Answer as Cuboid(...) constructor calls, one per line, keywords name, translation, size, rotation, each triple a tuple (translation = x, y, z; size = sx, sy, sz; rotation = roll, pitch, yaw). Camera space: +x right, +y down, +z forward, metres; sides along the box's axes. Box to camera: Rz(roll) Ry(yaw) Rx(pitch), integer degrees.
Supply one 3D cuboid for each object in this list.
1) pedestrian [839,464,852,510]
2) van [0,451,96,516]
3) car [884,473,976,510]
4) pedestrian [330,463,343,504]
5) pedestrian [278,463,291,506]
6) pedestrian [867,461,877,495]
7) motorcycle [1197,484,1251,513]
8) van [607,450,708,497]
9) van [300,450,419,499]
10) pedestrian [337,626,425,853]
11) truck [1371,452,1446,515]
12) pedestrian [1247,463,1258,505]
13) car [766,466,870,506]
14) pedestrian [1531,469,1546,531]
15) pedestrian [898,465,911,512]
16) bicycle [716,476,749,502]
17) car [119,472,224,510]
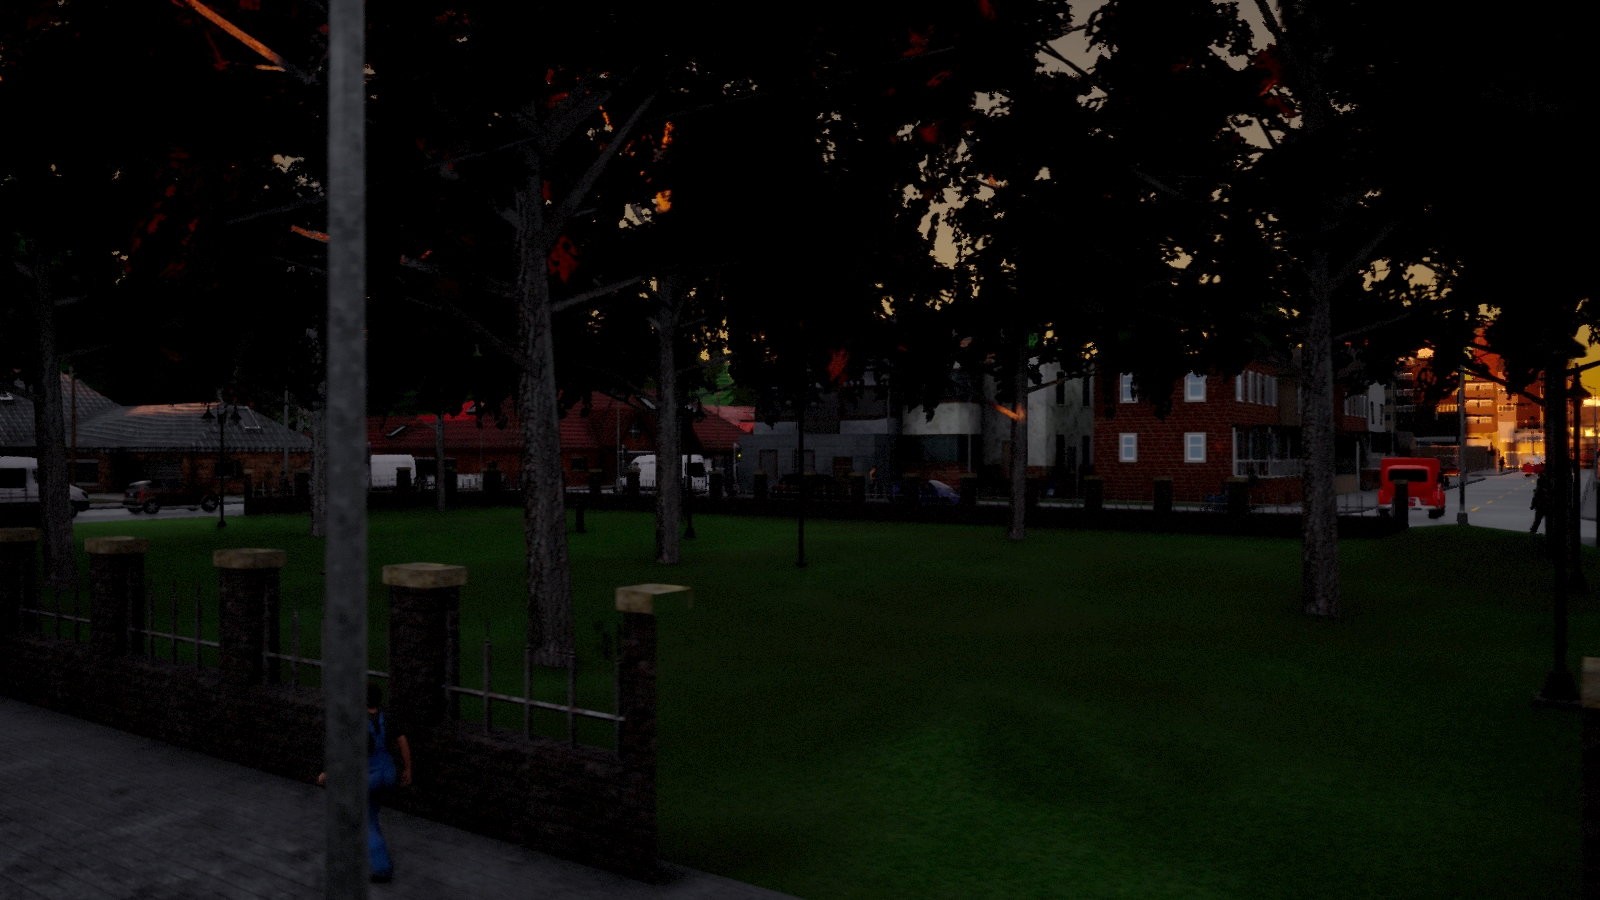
Cuboid(name="pedestrian", translation=(1.873, 1.525, 47.036), size=(0.375, 1.860, 0.375), rotation=(0, 0, 31))
Cuboid(name="van", translation=(-31.796, 1.313, 45.676), size=(1.988, 2.561, 5.915), rotation=(0, 0, 36))
Cuboid(name="car", translation=(5.774, 1.817, 50.881), size=(3.633, 1.501, 1.845), rotation=(0, 0, 36))
Cuboid(name="pedestrian", translation=(-21.091, 1.523, 51.999), size=(0.375, 1.860, 0.375), rotation=(0, 0, 35))
Cuboid(name="pedestrian", translation=(-22.757, 1.523, 50.460), size=(0.375, 1.860, 0.375), rotation=(0, 0, 25))
Cuboid(name="pedestrian", translation=(3.924, 1.523, 62.284), size=(0.375, 1.860, 0.375), rotation=(0, 0, 33))
Cuboid(name="motorcycle", translation=(17.464, 1.992, 47.069), size=(2.033, 1.145, 0.803), rotation=(0, -2, 27))
Cuboid(name="van", translation=(-8.186, 1.313, 65.337), size=(5.915, 2.561, 1.988), rotation=(0, 0, 35))
Cuboid(name="van", translation=(-24.331, 1.312, 63.314), size=(1.988, 2.561, 5.915), rotation=(0, 0, 41))
Cuboid(name="pedestrian", translation=(-2.646, 1.805, 7.221), size=(0.375, 1.300, 0.375), rotation=(0, 0, 35))
Cuboid(name="truck", translation=(25.623, 1.359, 48.014), size=(2.627, 2.467, 5.204), rotation=(0, -1, 30))
Cuboid(name="pedestrian", translation=(20.218, 1.516, 51.076), size=(0.375, 1.860, 0.375), rotation=(0, 0, 34))
Cuboid(name="car", translation=(0.829, 1.685, 54.132), size=(4.553, 1.767, 2.097), rotation=(0, 0, 35))
Cuboid(name="pedestrian", translation=(22.429, 1.525, 34.701), size=(0.375, 1.860, 0.375), rotation=(0, 0, 35))
Cuboid(name="pedestrian", translation=(4.156, 1.524, 45.351), size=(0.375, 1.860, 0.375), rotation=(0, 0, 37))
Cuboid(name="bicycle", translation=(-3.386, 1.939, 57.157), size=(1.835, 1.271, 0.329), rotation=(0, 0, 35))
Cuboid(name="car", translation=(-27.996, 1.804, 50.996), size=(1.789, 1.549, 3.705), rotation=(0, 0, 35))
